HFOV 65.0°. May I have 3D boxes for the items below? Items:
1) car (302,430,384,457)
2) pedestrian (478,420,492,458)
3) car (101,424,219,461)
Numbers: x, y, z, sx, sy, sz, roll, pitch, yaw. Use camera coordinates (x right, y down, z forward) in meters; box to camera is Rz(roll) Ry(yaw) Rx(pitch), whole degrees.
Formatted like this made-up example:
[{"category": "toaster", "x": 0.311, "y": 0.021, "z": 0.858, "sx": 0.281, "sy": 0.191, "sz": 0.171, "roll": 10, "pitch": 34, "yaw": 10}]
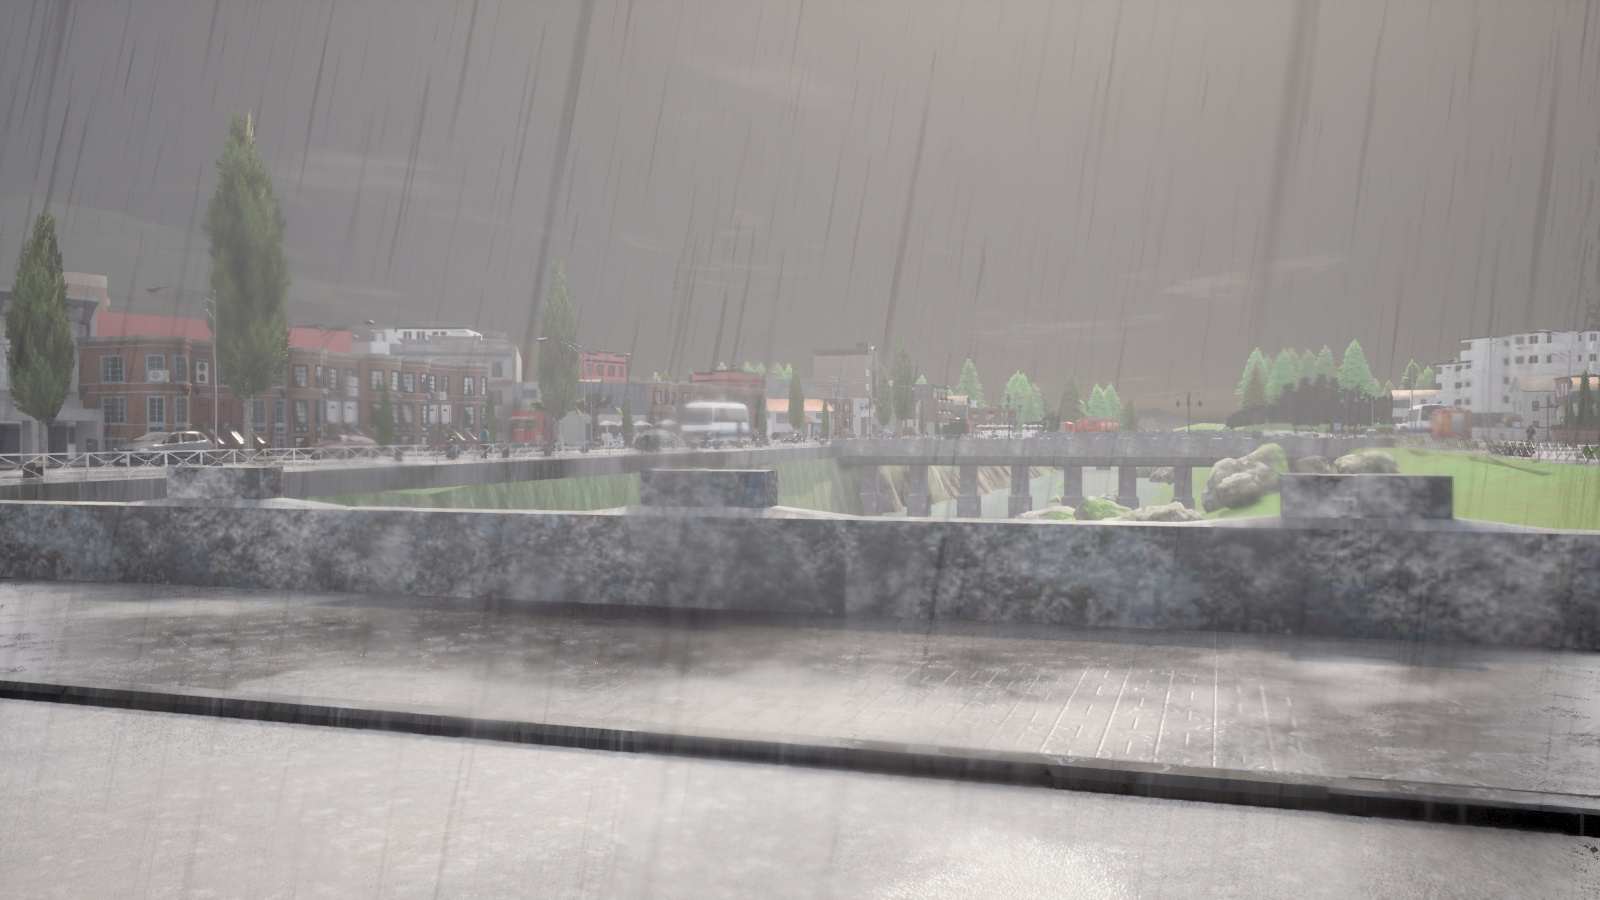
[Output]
[{"category": "car", "x": -25.575, "y": -0.372, "z": 70.497, "sx": 1.812, "sy": 1.442, "sz": 4.674, "roll": 1, "pitch": 1, "yaw": 19}, {"category": "pedestrian", "x": -16.246, "y": -0.561, "z": 64.747, "sx": 0.396, "sy": 1.930, "sz": 0.692, "roll": 1, "pitch": 1, "yaw": 23}, {"category": "car", "x": -29.650, "y": -0.374, "z": 58.364, "sx": 2.242, "sy": 1.667, "sz": 4.611, "roll": 1, "pitch": 1, "yaw": 19}]
